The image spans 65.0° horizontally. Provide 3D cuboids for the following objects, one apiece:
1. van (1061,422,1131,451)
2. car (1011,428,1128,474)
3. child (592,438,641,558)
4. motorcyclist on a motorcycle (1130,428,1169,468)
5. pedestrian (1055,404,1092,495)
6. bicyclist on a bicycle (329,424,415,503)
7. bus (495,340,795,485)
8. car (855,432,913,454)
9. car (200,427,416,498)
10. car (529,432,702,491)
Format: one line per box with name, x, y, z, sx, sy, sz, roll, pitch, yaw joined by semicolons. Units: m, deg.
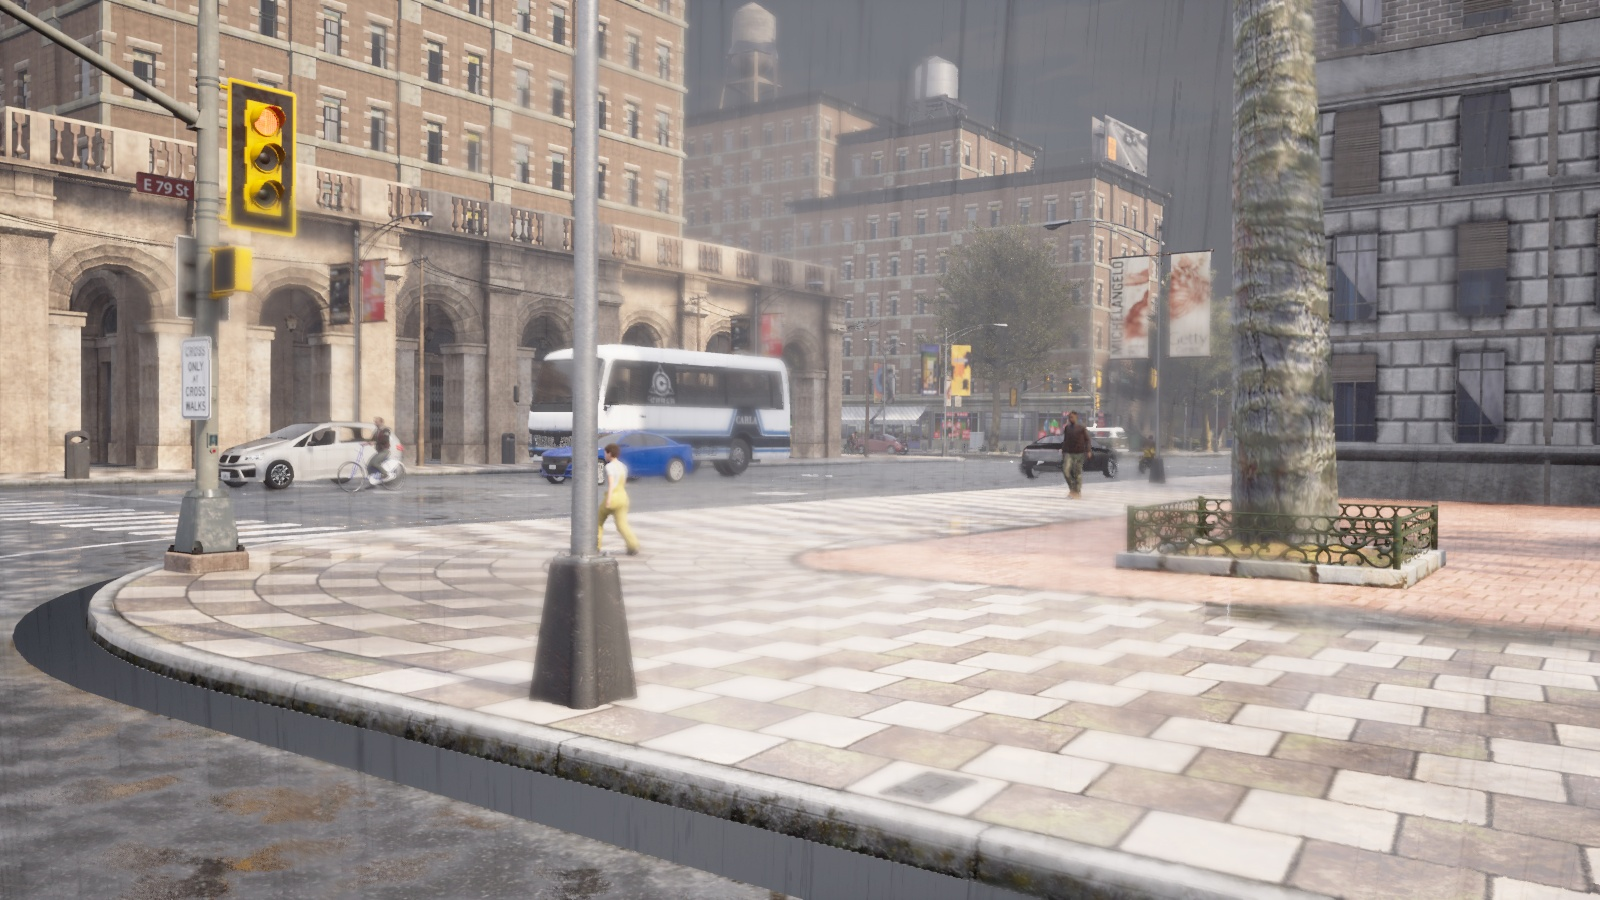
van;21.293;-0.973;90.430;2.069;2.038;4.480;-1;1;-43
car;9.455;0.005;43.757;2.128;1.511;4.902;0;1;37
child;-1.972;0.502;13.475;0.437;1.263;0.270;0;1;36
motorcyclist on a motorcycle;13.839;-0.091;49.729;0.797;1.523;2.044;0;1;36
pedestrian;5.603;-0.014;25.713;0.431;1.840;0.703;0;1;44
bicyclist on a bicycle;-9.999;0.291;29.381;0.659;1.776;1.843;0;1;37
bus;-4.838;-1.177;42.145;3.944;4.253;10.273;0;1;37
car;5.854;-0.507;87.856;3.633;1.501;1.845;0;1;36
car;-12.425;0.252;31.977;2.242;1.667;4.611;0;1;37
car;-5.174;0.266;35.848;1.882;1.535;5.008;0;1;37
